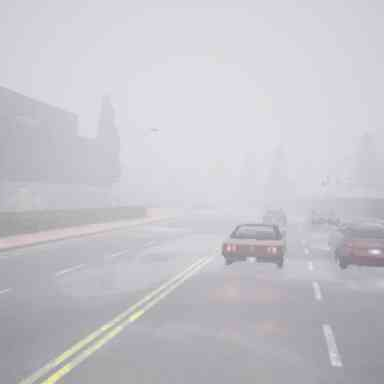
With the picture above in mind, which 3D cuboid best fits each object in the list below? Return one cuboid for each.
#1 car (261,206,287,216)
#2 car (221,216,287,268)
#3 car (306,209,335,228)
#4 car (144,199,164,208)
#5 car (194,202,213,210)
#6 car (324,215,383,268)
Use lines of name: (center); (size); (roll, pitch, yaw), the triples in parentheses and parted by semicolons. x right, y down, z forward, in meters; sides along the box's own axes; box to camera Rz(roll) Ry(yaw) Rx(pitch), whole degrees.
car: (6.674, 1.871, 27.101); (2.128, 1.511, 4.902); (0, -1, 13)
car: (2.432, 1.768, 12.082); (1.895, 1.301, 4.718); (0, -1, 17)
car: (9.889, 1.981, 25.495); (1.895, 1.301, 4.718); (0, -1, 14)
car: (-7.312, 2.092, 63.324); (2.097, 1.767, 4.553); (1, -1, -38)
car: (1.812, 2.240, 53.432); (1.994, 1.385, 4.181); (1, -1, -21)
car: (5.973, 1.749, 11.687); (1.994, 1.385, 4.181); (0, -1, 17)
